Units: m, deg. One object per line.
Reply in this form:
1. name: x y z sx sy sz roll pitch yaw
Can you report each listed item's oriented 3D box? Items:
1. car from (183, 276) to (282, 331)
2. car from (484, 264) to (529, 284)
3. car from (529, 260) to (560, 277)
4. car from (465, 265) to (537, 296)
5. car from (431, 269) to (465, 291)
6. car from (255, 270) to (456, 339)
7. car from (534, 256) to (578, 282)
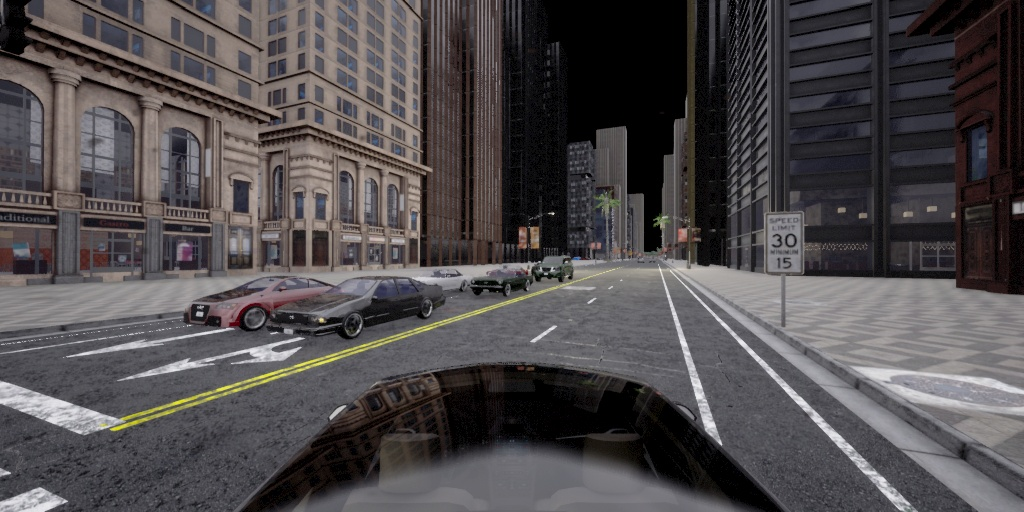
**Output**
1. car: -7.285 1.315 11.069 1.994 1.385 4.181 0 0 22
2. car: -0.304 1.364 28.442 1.895 1.301 4.718 0 0 22
3. car: 3.538 1.250 37.897 1.882 1.535 5.008 0 0 22
4. car: -0.439 1.357 19.394 1.895 1.301 4.718 0 0 22
5. car: -4.021 1.356 19.200 1.895 1.301 4.718 0 0 22
6. car: -4.016 1.299 10.497 2.033 1.411 5.357 0 0 22
7. car: 3.555 0.986 29.318 2.150 2.045 5.566 0 0 22
